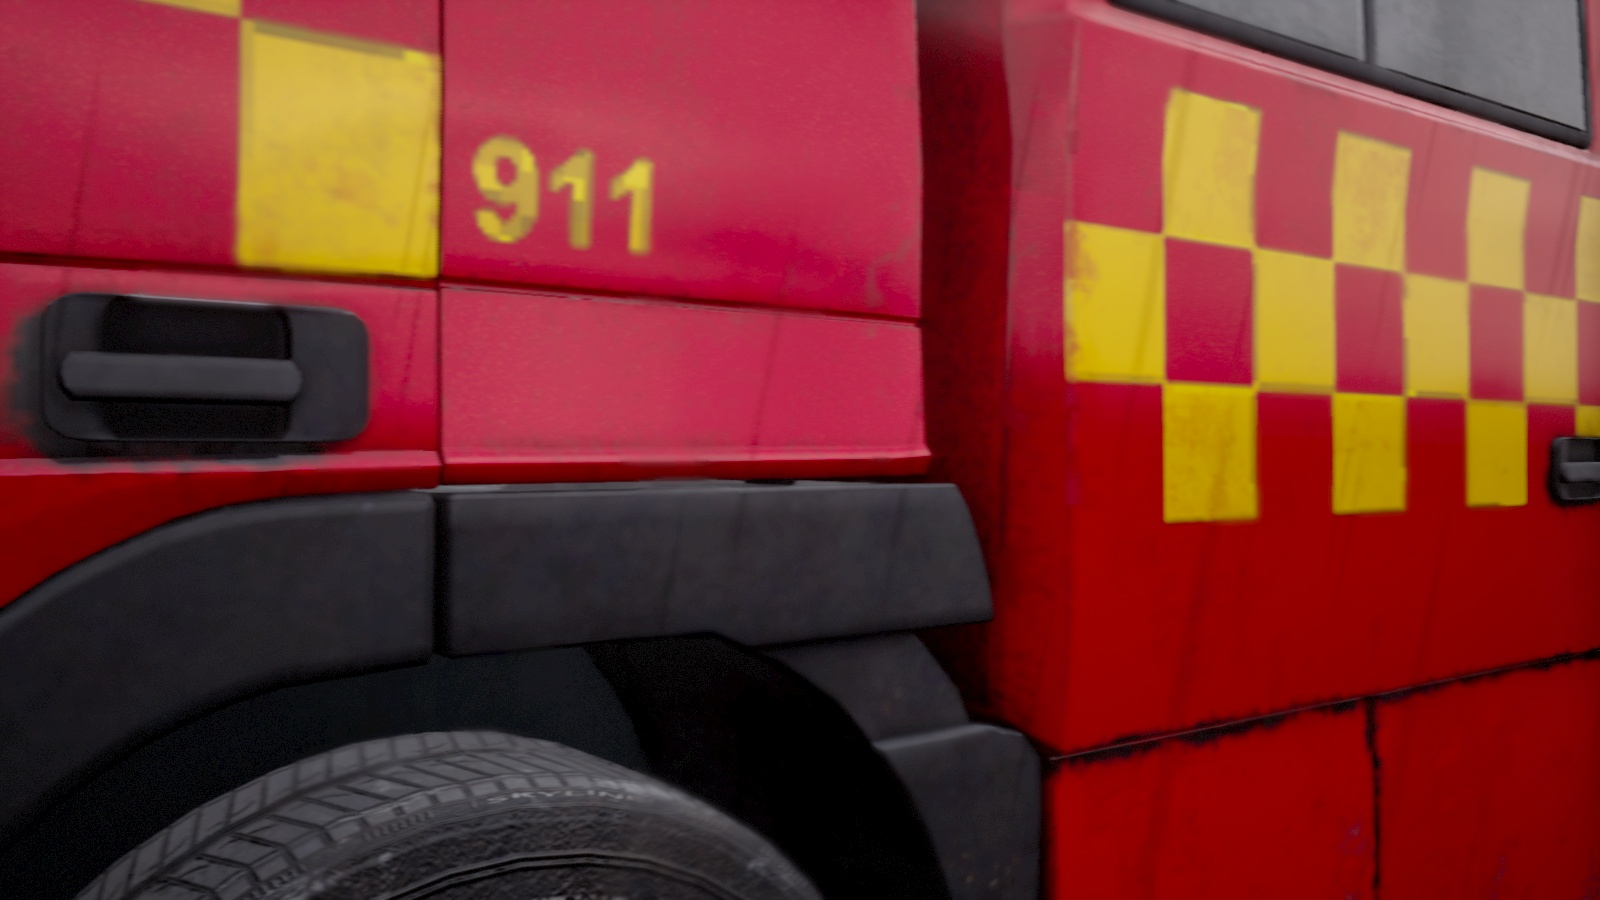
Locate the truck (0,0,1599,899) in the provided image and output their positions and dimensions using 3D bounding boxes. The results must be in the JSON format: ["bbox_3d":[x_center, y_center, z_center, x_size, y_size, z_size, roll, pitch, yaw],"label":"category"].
[{"bbox_3d":[0.770,-0.412,3.734,8.468,3.827,2.891,0,0,-35],"label":"truck"}]
